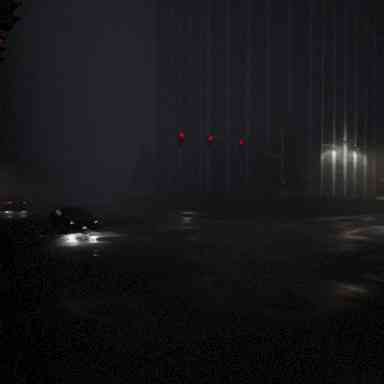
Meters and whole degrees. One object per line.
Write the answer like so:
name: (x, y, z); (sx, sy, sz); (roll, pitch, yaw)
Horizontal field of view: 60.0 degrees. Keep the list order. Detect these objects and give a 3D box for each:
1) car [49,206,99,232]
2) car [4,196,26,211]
car: (-7.500, 1.604, 20.764); (2.033, 1.411, 5.357); (1, 0, -35)
car: (-22.429, 1.345, 42.167); (2.097, 1.767, 4.553); (1, -1, -35)
